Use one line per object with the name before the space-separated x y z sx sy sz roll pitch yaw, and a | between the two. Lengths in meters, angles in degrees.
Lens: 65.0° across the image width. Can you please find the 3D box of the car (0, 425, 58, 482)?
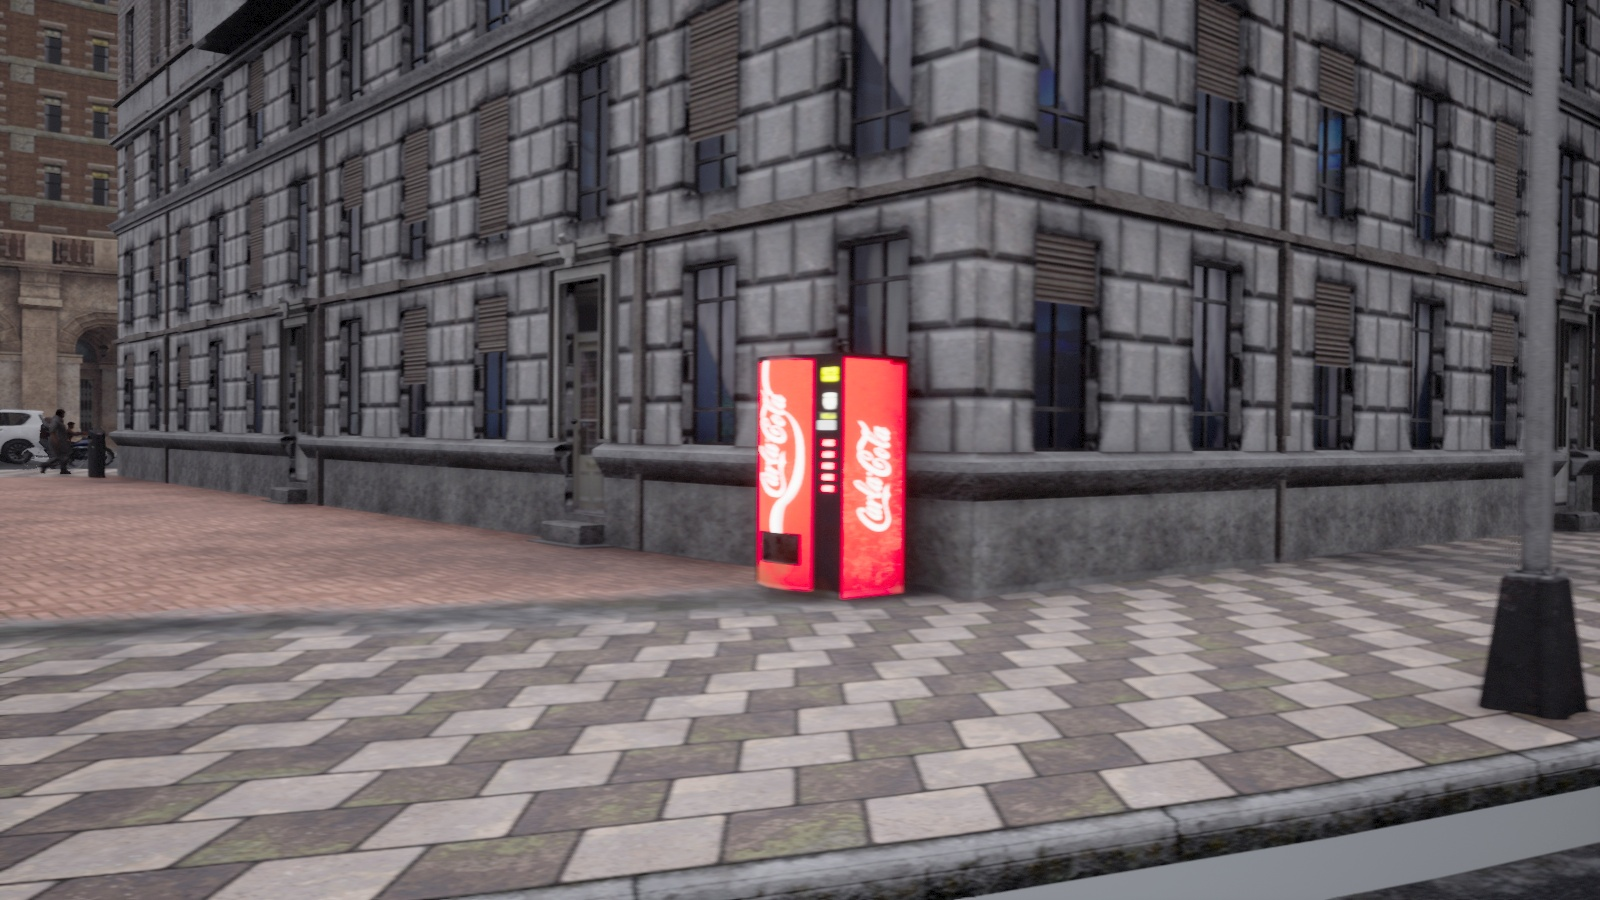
car | -30.421 0.155 45.727 5.566 2.045 2.150 -1 1 -40

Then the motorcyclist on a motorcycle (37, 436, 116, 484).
motorcyclist on a motorcycle | -25.902 0.348 44.975 2.350 1.649 0.766 -1 1 -40

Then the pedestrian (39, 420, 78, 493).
pedestrian | -20.070 0.158 33.985 0.873 1.952 0.659 -1 1 -31

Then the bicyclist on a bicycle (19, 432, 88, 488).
bicyclist on a bicycle | -24.636 0.308 41.459 1.843 1.776 0.659 -2 1 -40
